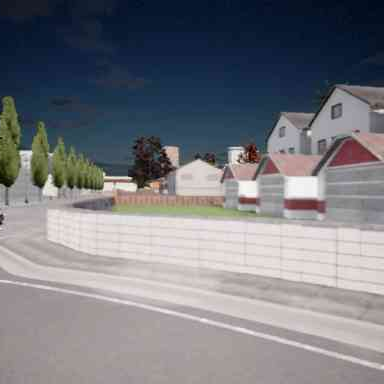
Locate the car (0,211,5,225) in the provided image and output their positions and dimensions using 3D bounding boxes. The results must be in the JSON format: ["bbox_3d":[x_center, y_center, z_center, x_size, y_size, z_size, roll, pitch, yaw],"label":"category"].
[{"bbox_3d":[-13.114,1.433,20.317,1.812,1.442,4.674,0,0,-11],"label":"car"}]
